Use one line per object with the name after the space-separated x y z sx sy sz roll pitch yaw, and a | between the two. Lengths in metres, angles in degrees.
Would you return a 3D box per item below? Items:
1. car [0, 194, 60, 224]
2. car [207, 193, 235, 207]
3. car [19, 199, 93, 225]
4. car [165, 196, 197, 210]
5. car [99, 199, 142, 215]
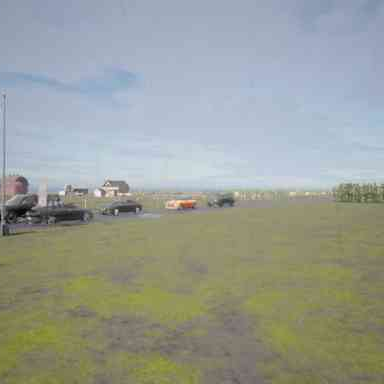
-12.432 1.193 25.039 2.150 2.045 5.566 1 0 33 | car
4.427 1.176 50.235 2.150 2.045 5.566 1 0 35 | car
-9.478 1.503 24.196 1.837 1.490 4.892 1 0 34 | car
-1.341 1.308 41.673 2.097 1.767 4.553 1 0 34 | car
-7.055 1.468 33.130 1.837 1.490 4.892 1 0 34 | car
